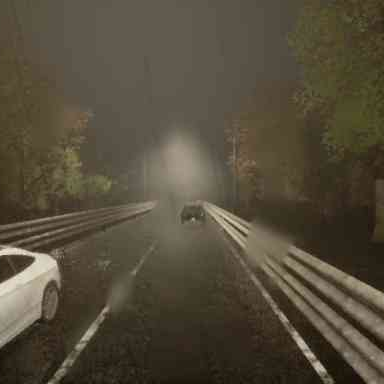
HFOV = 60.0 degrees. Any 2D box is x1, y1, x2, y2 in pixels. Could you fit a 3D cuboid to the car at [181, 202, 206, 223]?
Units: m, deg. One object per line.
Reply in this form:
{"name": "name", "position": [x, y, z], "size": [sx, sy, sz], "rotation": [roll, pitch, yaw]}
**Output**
{"name": "car", "position": [0.086, 1.730, 26.653], "size": [1.895, 1.301, 4.718], "rotation": [0, -1, 0]}

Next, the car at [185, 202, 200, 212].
{"name": "car", "position": [0.077, 1.993, 45.797], "size": [1.895, 1.301, 4.718], "rotation": [0, -1, 0]}

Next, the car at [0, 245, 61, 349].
{"name": "car", "position": [-3.334, 1.527, 4.464], "size": [1.812, 1.442, 4.674], "rotation": [0, 0, 0]}
